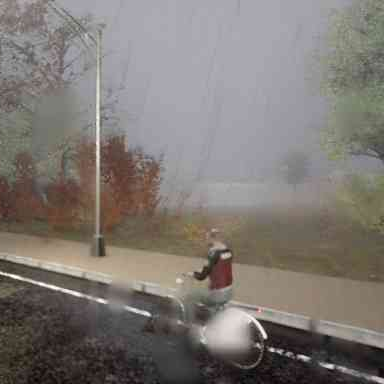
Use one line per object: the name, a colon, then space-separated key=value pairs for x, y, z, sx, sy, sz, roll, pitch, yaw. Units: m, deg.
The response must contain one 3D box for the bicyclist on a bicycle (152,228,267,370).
bicyclist on a bicycle: x=0.129 y=1.369 z=4.534 sx=1.843 sy=1.776 sz=0.659 roll=0 pitch=0 yaw=35
